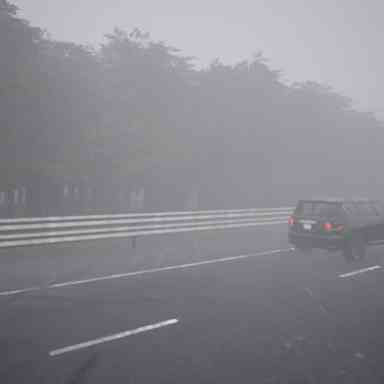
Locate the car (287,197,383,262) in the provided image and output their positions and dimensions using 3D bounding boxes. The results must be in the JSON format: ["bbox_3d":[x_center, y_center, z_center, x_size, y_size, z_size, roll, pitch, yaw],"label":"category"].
[{"bbox_3d":[5.952,1.217,12.368,5.566,2.045,2.150,0,0,-35],"label":"car"}]
